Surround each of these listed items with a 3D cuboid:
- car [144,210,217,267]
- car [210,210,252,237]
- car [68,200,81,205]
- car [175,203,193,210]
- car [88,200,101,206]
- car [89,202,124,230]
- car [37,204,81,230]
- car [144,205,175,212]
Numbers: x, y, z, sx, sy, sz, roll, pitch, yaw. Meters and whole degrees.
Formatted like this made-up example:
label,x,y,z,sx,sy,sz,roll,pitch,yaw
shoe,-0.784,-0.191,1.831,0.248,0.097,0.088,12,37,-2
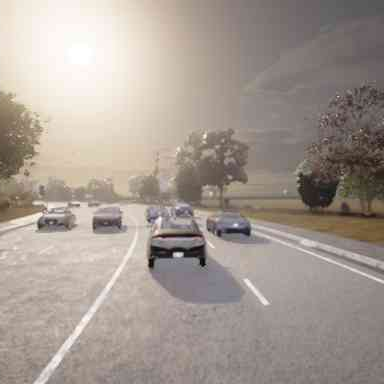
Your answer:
label,x,y,z,sx,sy,sz,roll,pitch,yaw
car,-0.603,1.610,11.948,2.128,1.511,4.902,0,-1,-5
car,2.042,1.754,19.610,1.994,1.385,4.181,0,-1,-8
car,-22.257,2.159,62.777,2.033,1.411,5.357,0,-1,-26
car,-1.113,1.880,35.868,1.812,1.442,4.674,0,-1,-14
car,-18.188,2.179,62.386,1.994,1.385,4.181,0,-1,-25
car,-5.788,1.710,23.218,1.882,1.535,5.008,0,-1,-10
car,-9.369,1.800,23.330,1.994,1.385,4.181,0,-1,-10
car,-3.146,1.838,29.319,2.033,1.411,5.357,0,-1,-12
